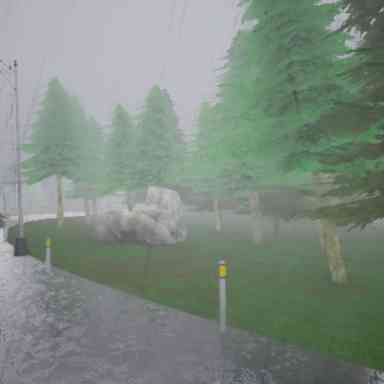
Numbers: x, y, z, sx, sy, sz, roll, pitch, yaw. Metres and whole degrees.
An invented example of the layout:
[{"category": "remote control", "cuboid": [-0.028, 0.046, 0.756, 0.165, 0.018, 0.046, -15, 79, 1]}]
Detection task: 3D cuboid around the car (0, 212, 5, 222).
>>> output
[{"category": "car", "cuboid": [-22.104, 2.623, 36.233, 2.128, 1.511, 4.902, -4, -2, -10]}]
